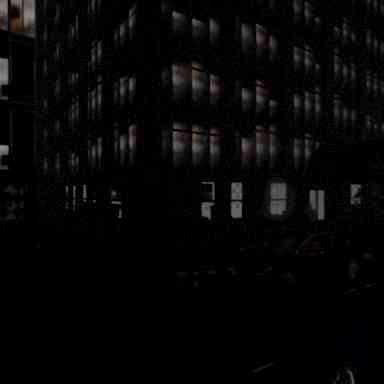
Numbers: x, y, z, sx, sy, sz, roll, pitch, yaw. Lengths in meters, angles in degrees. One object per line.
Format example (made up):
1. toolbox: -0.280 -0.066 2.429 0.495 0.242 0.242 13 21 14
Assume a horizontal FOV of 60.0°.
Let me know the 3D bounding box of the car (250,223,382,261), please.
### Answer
1. car: 2.635 1.599 8.442 4.403 1.369 2.008 0 -1 -35

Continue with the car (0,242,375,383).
1. car: -0.166 1.537 3.134 4.674 1.442 1.812 0 0 -35

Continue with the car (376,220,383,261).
1. car: 7.264 1.654 11.738 4.313 1.339 1.947 0 -1 -35
